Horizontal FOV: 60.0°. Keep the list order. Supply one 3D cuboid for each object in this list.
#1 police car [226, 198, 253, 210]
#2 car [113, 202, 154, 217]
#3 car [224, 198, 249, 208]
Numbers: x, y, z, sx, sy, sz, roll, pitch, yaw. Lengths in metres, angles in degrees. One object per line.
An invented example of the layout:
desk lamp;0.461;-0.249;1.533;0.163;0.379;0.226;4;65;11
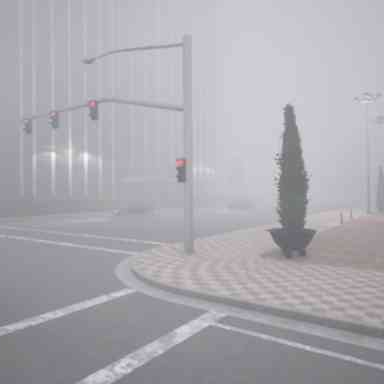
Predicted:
police car;6.789;1.654;46.432;1.930;1.638;5.238;-1;0;35
car;-5.986;1.759;34.429;2.128;1.511;4.902;-1;0;35
car;7.164;1.746;53.148;1.882;1.535;5.008;-1;-1;35
